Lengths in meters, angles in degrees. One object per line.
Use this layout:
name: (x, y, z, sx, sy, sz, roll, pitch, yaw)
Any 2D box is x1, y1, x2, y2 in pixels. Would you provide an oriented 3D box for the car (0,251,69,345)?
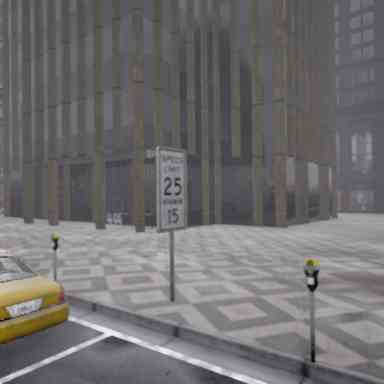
car: (-4.191, 1.595, 5.957, 4.829, 1.417, 1.752, -1, -1, 35)
